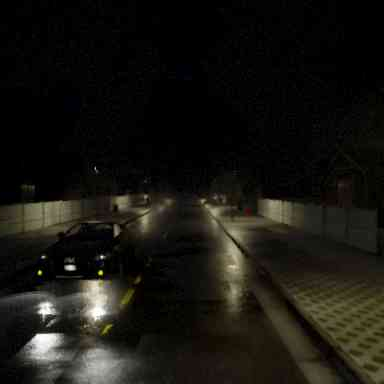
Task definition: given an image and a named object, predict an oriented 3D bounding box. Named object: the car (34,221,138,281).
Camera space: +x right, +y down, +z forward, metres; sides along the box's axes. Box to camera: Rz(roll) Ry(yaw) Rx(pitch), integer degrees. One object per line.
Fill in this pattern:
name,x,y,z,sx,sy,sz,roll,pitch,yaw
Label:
car,-2.818,1.565,9.705,1.994,1.385,4.181,0,0,0
